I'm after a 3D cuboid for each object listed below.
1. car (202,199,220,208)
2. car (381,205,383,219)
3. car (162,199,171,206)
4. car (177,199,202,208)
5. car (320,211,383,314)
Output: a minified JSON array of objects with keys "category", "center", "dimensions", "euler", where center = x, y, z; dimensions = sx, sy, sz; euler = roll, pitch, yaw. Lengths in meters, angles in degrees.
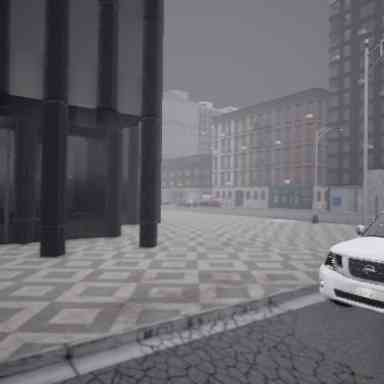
[{"category":"car","center":[2.903,1.989,58.403],"dimensions":[1.882,1.535,5.008],"euler":[1,-1,-35]},{"category":"car","center":[21.251,2.022,32.664],"dimensions":[1.994,1.385,4.181],"euler":[1,-1,-35]},{"category":"car","center":[-6.200,2.064,65.401],"dimensions":[1.895,1.301,4.718],"euler":[1,-1,-35]},{"category":"car","center":[-0.771,1.977,57.847],"dimensions":[1.812,1.442,4.674],"euler":[1,-1,-35]},{"category":"car","center":[5.063,1.311,6.992],"dimensions":[5.566,2.045,2.150],"euler":[1,-1,-36]}]
